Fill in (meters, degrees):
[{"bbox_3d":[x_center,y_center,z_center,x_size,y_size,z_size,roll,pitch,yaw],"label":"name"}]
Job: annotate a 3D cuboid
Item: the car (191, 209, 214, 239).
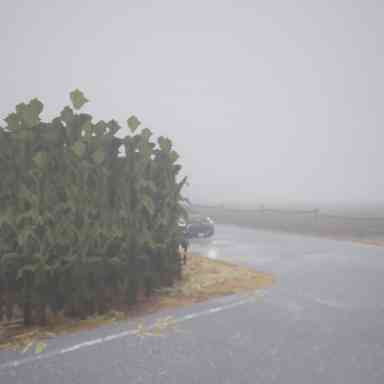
[{"bbox_3d":[-0.890,1.346,16.762,2.097,1.767,4.553,0,0,-35],"label":"car"}]
